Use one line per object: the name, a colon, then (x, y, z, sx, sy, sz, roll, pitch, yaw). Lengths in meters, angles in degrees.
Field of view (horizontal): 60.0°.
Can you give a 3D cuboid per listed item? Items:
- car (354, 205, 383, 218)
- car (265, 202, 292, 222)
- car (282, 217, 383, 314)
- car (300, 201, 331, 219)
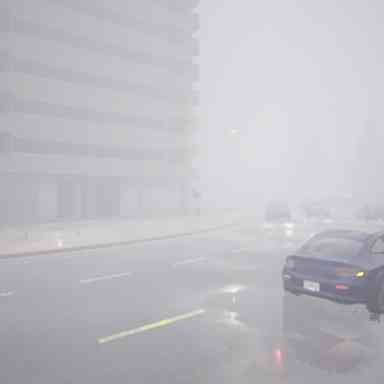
car: (14.165, 1.656, 26.111, 1.895, 1.301, 4.718, 0, 0, 15)
car: (7.125, 1.538, 27.535, 1.882, 1.535, 5.008, 0, 0, 13)
car: (3.824, 1.542, 7.691, 4.674, 1.442, 1.812, 0, 0, -45)
car: (11.197, 1.570, 30.360, 1.837, 1.490, 4.892, 1, 0, 7)
